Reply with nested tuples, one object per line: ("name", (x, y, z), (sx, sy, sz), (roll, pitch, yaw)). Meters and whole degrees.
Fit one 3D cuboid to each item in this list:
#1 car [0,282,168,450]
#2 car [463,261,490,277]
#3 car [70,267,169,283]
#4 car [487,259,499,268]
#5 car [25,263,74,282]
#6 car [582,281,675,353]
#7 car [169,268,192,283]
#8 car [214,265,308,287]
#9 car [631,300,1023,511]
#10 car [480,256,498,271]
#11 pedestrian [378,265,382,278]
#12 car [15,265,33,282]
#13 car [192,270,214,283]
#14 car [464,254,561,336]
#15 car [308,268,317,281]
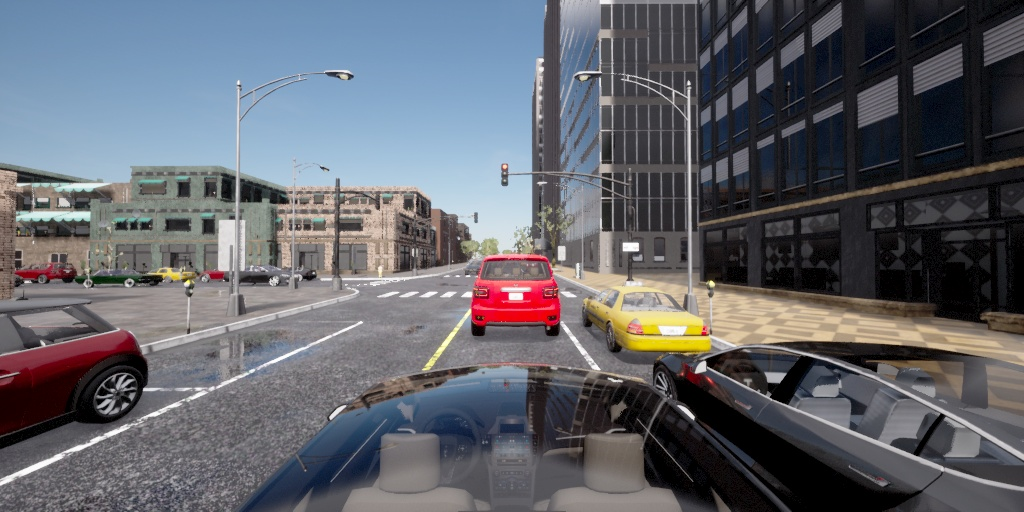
("car", (-5.692, 1.190, 2.852), (1.967, 1.591, 4.097), (0, 0, 0))
("car", (-3.589, 1.267, 37.166), (1.837, 1.490, 4.892), (0, 0, 5))
("car", (-28.088, 1.587, 25.794), (4.718, 1.301, 1.895), (-1, -1, 1))
("car", (-3.194, 1.298, 62.469), (1.812, 1.442, 4.674), (0, 0, 0))
("car", (-41.664, 1.522, 31.723), (5.009, 1.841, 2.192), (0, 0, 1))
("car", (2.814, 1.277, 8.628), (1.751, 1.417, 4.829), (0, 0, 0))
("car", (-30.738, 1.627, 31.606), (4.829, 1.417, 1.751), (0, 0, 1))
("car", (-17.885, 1.381, 25.703), (4.902, 1.511, 2.128), (-1, -1, 2))
("car", (2.656, 1.316, 2.815), (1.948, 1.339, 4.313), (0, 0, 0))
("car", (-3.192, 0.985, 49.932), (2.150, 2.045, 5.566), (0, 0, 0))
("pedestrian", (-12.611, 1.398, 34.365), (0.375, 1.300, 0.375), (0, 0, 1))
("car", (-38.501, 1.590, 25.920), (4.892, 1.490, 1.837), (0, -1, 1))
("car", (-25.020, 1.488, 31.545), (4.097, 1.591, 1.967), (0, 0, 1))
("car", (0.082, 0.975, 10.503), (2.150, 2.045, 5.566), (0, 0, 0))
("car", (-19.473, 1.561, 31.485), (4.313, 1.339, 1.948), (0, 0, 1))
